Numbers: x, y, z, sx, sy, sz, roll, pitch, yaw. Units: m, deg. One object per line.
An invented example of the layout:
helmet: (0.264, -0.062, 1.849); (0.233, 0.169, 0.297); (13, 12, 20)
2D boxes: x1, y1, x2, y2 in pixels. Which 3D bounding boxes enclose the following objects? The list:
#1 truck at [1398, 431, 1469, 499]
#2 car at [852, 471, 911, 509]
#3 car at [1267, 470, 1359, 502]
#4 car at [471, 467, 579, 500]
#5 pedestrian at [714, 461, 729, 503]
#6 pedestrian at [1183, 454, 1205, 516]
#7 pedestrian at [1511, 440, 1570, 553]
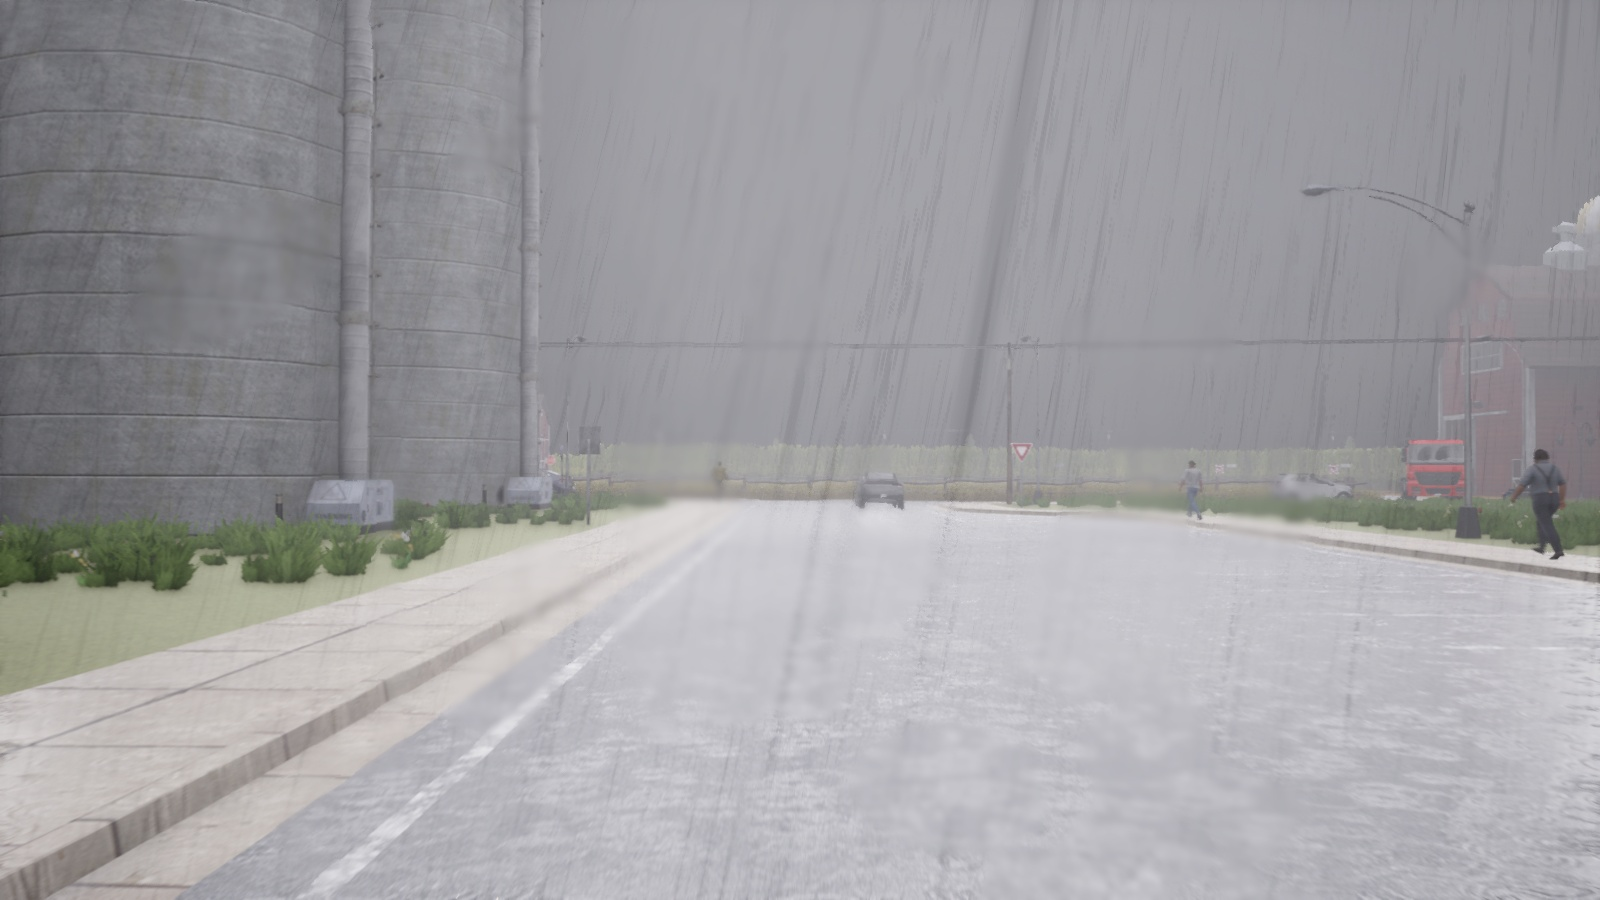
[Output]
truck: (34.576, 0.845, 68.788); (2.891, 3.462, 7.936); (-1, -1, 23)
car: (3.371, 1.642, 52.836); (2.128, 1.511, 4.902); (0, -1, 0)
car: (24.657, 1.742, 60.433); (3.633, 1.501, 1.845); (0, -1, 0)
car: (-14.054, 1.727, 64.376); (5.027, 1.651, 2.152); (0, -1, 1)
pedestrian: (-3.405, 1.400, 54.738); (0.370, 1.835, 0.726); (-1, -1, 21)
pedestrian: (11.868, 1.056, 37.873); (0.354, 1.836, 0.706); (0, -1, -7)
pedestrian: (12.363, 0.772, 20.971); (0.540, 1.848, 0.694); (0, -1, -2)
